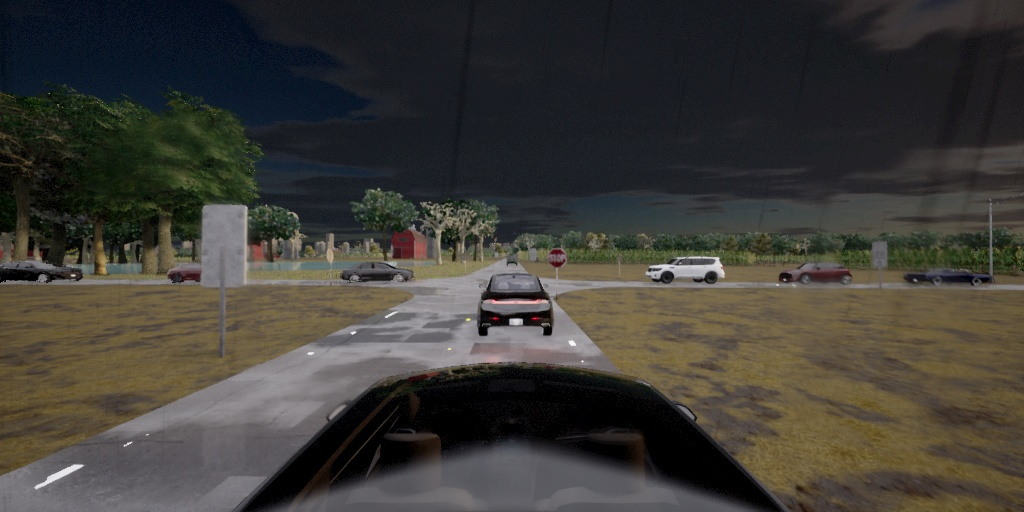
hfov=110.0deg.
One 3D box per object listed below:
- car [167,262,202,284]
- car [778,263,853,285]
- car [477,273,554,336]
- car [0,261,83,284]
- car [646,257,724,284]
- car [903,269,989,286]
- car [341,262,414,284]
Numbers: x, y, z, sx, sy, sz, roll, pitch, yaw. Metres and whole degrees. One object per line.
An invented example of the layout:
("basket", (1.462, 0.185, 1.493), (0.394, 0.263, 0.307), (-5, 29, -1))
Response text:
("car", (-21.034, 1.158, 24.784), (4.674, 1.442, 1.812), (0, -1, 0))
("car", (23.343, 1.283, 27.734), (4.553, 1.767, 2.097), (0, -1, 0))
("car", (0.061, 1.241, 10.333), (2.128, 1.511, 4.902), (0, 0, -1))
("car", (-32.830, 1.084, 24.789), (5.008, 1.535, 1.882), (0, -1, 0))
("car", (13.347, 1.080, 27.762), (5.566, 2.045, 2.150), (0, -1, 1))
("car", (33.425, 1.619, 27.724), (4.718, 1.301, 1.895), (1, -1, 0))
("car", (-9.464, 1.198, 25.443), (4.892, 1.490, 1.837), (0, -1, -9))
